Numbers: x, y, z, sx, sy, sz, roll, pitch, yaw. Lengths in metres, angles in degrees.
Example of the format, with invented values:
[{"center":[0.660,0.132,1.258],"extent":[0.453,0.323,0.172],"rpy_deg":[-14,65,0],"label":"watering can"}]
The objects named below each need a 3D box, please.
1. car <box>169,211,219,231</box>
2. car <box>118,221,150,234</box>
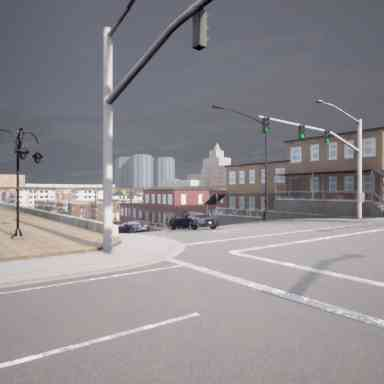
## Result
[{"center":[0.042,2.054,24.162],"extent":[1.994,1.385,4.181],"rpy_deg":[0,-4,-36],"label":"car"},{"center":[-5.824,3.504,32.132],"extent":[1.812,1.442,4.674],"rpy_deg":[0,-12,-37],"label":"car"}]
